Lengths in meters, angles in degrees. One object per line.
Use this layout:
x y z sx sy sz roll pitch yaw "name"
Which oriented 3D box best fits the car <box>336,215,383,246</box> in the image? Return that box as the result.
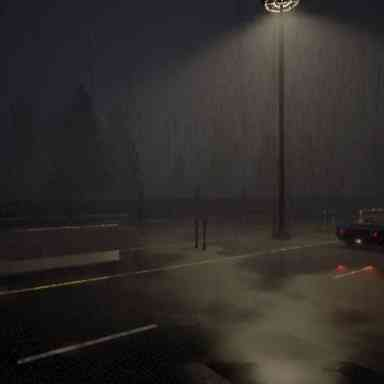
8.257 1.613 14.180 4.718 1.301 1.895 0 0 -36 "car"
